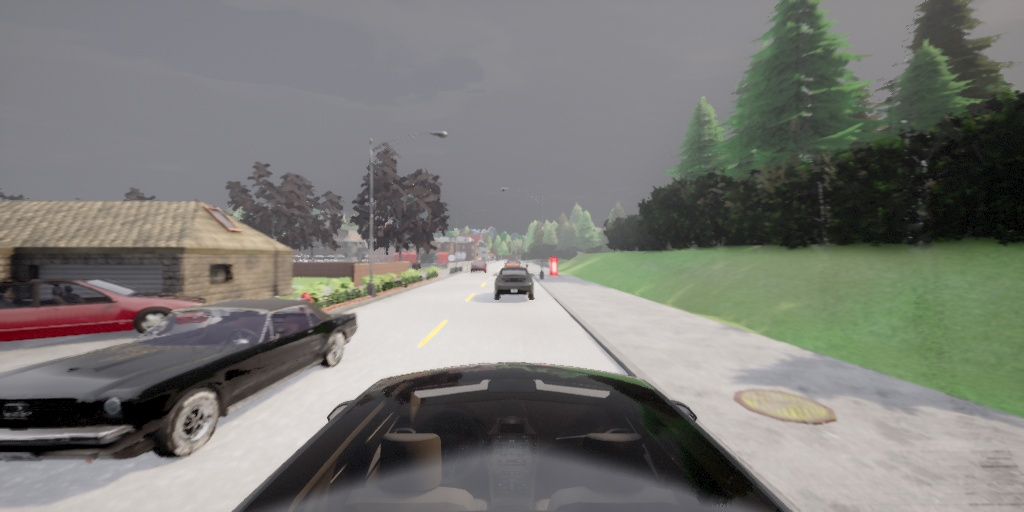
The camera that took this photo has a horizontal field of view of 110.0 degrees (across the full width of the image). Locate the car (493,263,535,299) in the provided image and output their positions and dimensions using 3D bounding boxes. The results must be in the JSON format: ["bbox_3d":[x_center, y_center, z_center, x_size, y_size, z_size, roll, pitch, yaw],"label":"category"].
[{"bbox_3d":[0.096,1.301,18.395,1.837,1.490,4.892,0,0,0],"label":"car"}]

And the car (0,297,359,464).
[{"bbox_3d":[-4.099,1.360,5.174,1.895,1.301,4.718,0,0,0],"label":"car"}]

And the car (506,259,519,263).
[{"bbox_3d":[0.082,1.220,45.096,2.097,1.767,4.553,0,0,0],"label":"car"}]

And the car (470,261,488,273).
[{"bbox_3d":[-4.087,1.346,44.970,1.882,1.535,5.008,0,0,0],"label":"car"}]

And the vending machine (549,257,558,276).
[{"bbox_3d":[4.285,1.041,36.953,1.100,2.100,0.880,0,0,0],"label":"vending machine"}]
